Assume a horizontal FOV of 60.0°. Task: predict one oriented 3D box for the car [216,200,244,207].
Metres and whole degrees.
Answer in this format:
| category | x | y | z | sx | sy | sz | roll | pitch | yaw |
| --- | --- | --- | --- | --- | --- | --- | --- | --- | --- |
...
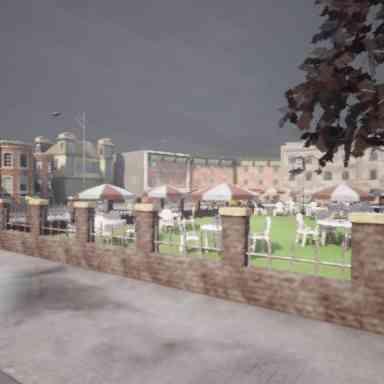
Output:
| category | x | y | z | sx | sy | sz | roll | pitch | yaw |
| --- | --- | --- | --- | --- | --- | --- | --- | --- | --- |
| car | 5.179 | 1.297 | 48.725 | 5.008 | 1.535 | 1.882 | 1 | -1 | -24 |
